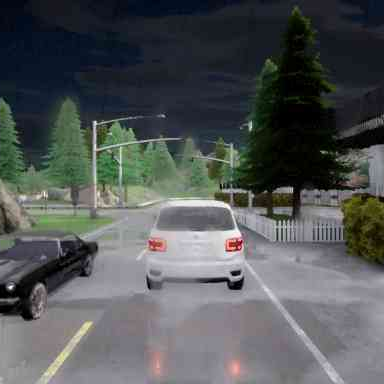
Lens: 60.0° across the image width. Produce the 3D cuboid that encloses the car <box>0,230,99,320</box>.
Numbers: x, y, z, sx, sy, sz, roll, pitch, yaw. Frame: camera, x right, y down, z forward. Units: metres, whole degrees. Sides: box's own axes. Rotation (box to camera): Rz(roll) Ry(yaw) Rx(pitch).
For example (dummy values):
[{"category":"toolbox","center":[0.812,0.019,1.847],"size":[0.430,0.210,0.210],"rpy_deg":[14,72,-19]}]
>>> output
[{"category":"car","center":[-3.623,1.601,7.438],"size":[1.895,1.301,4.718],"rpy_deg":[0,0,0]}]

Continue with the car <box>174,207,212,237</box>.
[{"category":"car","center":[0.018,1.601,18.977],"size":[1.895,1.301,4.718],"rpy_deg":[0,0,0]}]

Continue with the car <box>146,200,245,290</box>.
[{"category":"car","center":[0.064,1.221,9.214],"size":[2.150,2.045,5.566],"rpy_deg":[0,0,0]}]
